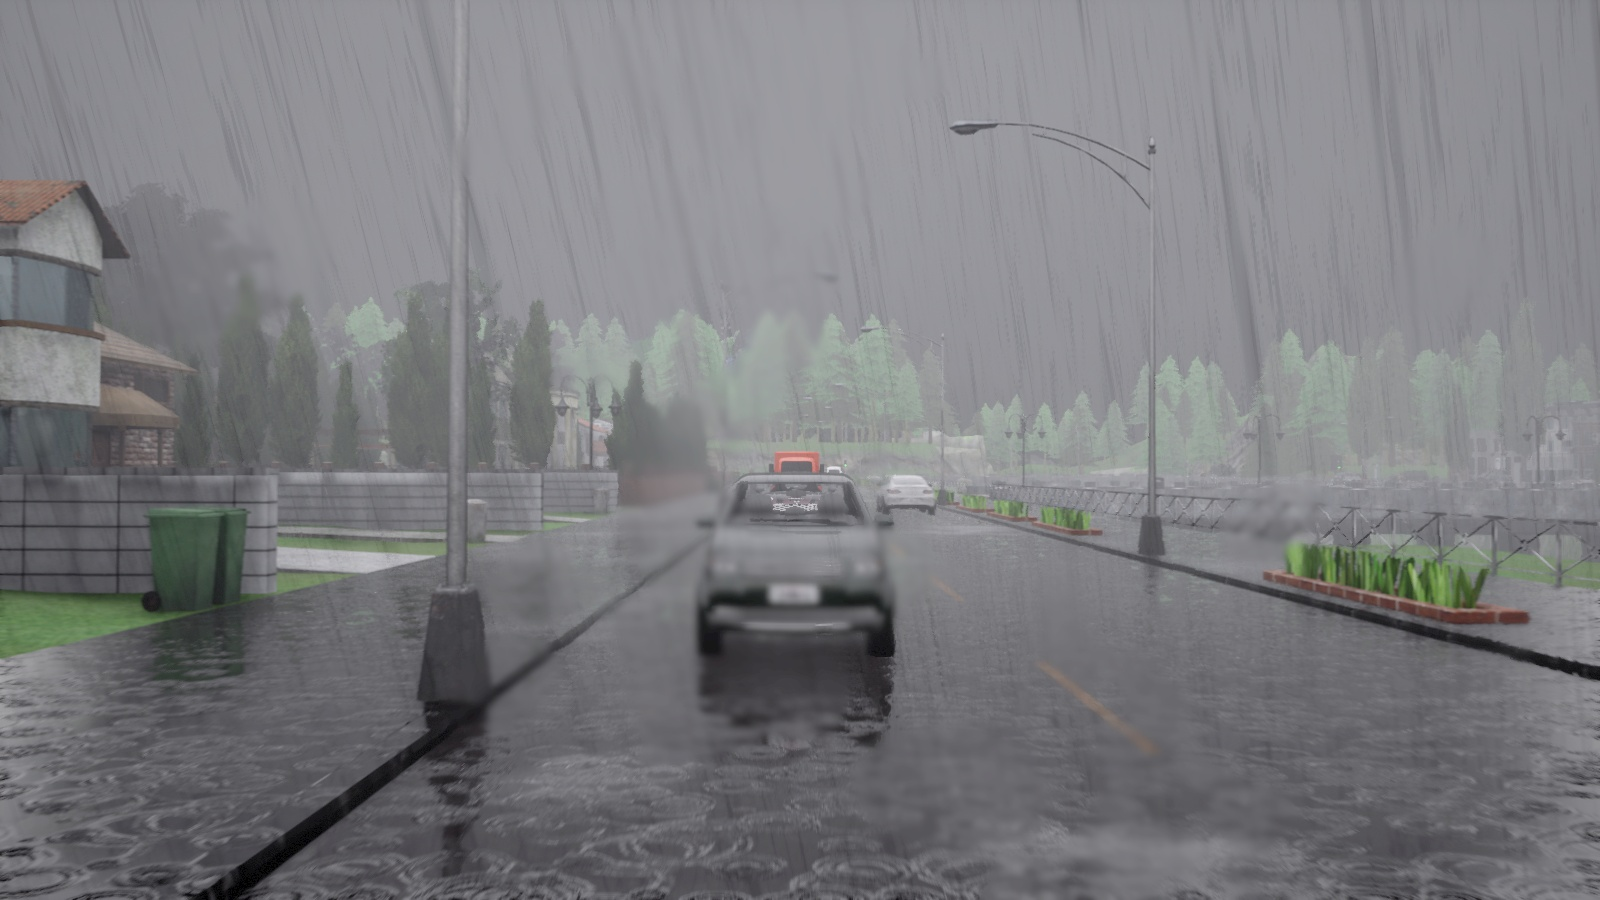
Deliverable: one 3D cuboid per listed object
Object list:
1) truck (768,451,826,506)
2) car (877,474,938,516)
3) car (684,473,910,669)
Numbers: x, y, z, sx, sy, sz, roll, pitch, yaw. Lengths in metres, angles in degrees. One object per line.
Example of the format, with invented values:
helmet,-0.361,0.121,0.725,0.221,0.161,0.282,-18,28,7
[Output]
truck,-0.144,1.315,58.949,2.627,2.467,5.204,0,-1,0
car,3.890,1.595,46.018,1.812,1.442,4.674,0,-1,0
car,-0.029,0.991,11.832,1.789,1.549,3.705,0,-1,0
